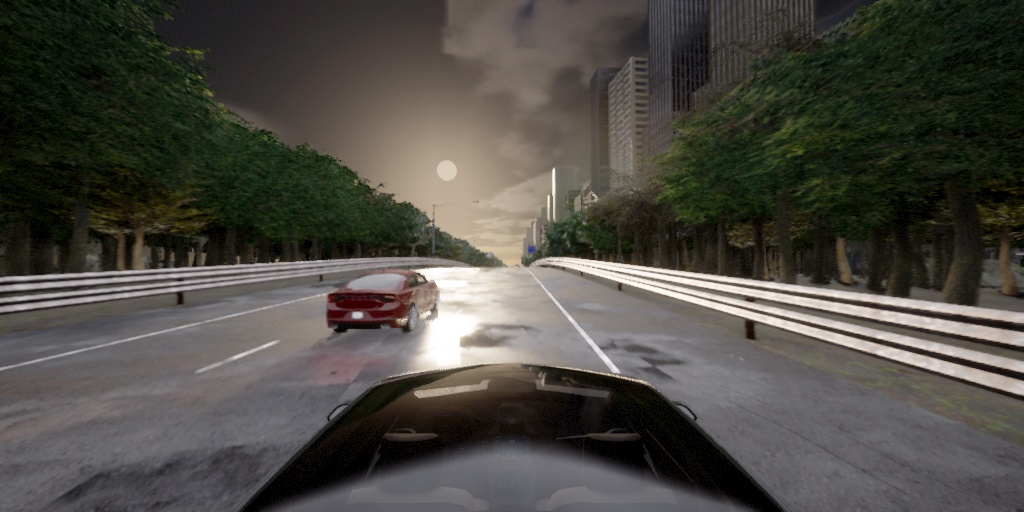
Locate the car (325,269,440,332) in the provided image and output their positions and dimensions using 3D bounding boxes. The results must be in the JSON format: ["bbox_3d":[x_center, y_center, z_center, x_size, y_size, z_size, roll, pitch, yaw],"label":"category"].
[{"bbox_3d":[-3.404,1.108,10.376,1.882,1.535,5.008,0,1,0],"label":"car"}]
